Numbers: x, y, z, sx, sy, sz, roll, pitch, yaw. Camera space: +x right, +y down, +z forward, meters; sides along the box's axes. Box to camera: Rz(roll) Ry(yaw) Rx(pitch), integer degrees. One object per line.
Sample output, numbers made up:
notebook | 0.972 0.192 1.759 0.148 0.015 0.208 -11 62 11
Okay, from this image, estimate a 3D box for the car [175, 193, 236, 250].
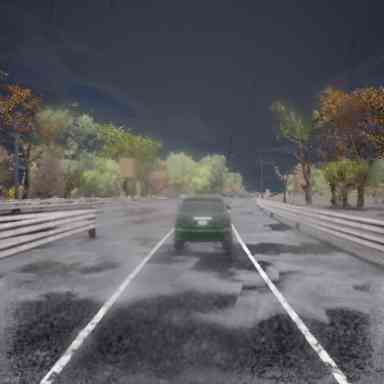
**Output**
car | 0.527 1.180 14.336 2.150 2.045 5.566 0 0 3
